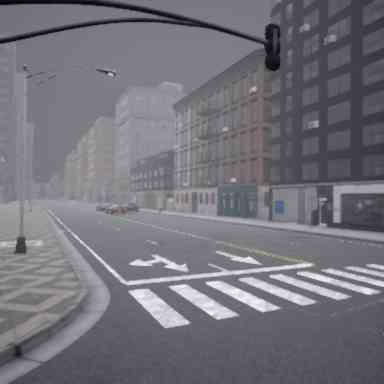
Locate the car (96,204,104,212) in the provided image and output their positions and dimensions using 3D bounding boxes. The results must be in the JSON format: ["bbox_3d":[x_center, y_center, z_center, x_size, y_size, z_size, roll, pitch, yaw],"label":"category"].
[{"bbox_3d":[-14.709,2.577,55.295,1.895,1.301,4.718,1,-1,-25],"label":"car"}]

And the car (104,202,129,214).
[{"bbox_3d":[-10.711,2.370,46.898,1.812,1.442,4.674,1,-1,-25],"label":"car"}]

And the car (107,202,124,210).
[{"bbox_3d":[-14.351,2.619,62.395,2.128,1.511,4.902,1,-1,-25],"label":"car"}]

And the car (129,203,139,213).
[{"bbox_3d":[-9.914,2.484,52.982,1.837,1.490,4.892,1,-1,-25],"label":"car"}]
